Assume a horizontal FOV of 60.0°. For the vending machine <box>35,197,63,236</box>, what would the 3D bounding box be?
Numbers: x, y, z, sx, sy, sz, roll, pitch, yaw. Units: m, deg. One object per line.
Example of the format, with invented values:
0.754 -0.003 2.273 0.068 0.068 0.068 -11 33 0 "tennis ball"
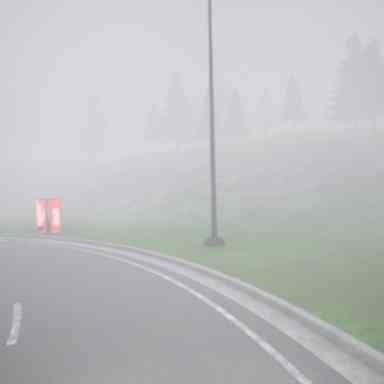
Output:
-7.958 1.341 18.552 0.880 2.100 1.100 -1 0 26 "vending machine"
